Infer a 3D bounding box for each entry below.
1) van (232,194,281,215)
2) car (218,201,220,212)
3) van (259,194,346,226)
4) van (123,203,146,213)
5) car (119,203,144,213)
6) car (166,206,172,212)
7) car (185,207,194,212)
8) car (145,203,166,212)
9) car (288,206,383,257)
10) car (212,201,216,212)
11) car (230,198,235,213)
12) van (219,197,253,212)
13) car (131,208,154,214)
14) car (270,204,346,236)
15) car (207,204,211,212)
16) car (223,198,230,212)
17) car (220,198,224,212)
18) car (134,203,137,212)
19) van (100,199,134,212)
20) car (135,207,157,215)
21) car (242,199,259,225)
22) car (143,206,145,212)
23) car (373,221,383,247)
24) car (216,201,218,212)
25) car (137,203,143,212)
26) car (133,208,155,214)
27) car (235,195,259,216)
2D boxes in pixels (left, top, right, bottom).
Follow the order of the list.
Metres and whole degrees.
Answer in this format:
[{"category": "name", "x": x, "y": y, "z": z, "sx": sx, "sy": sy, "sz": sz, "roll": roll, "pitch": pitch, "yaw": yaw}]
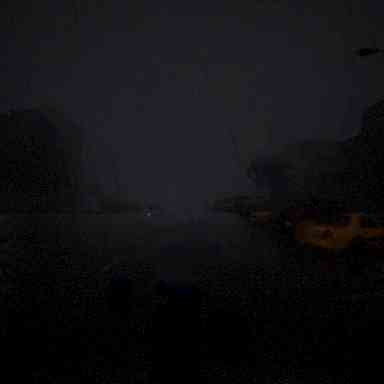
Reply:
[{"category": "van", "x": 6.463, "y": 1.298, "z": 33.138, "sx": 4.442, "sy": 1.987, "sz": 1.878, "roll": 1, "pitch": -2, "yaw": -20}, {"category": "car", "x": 6.294, "y": 1.791, "z": 41.860, "sx": 4.892, "sy": 1.521, "sz": 2.231, "roll": 2, "pitch": -3, "yaw": -20}, {"category": "van", "x": 6.304, "y": 1.216, "z": 18.385, "sx": 4.442, "sy": 1.987, "sz": 1.878, "roll": 1, "pitch": 0, "yaw": -20}, {"category": "van", "x": -11.740, "y": 3.240, "z": 67.721, "sx": 4.442, "sy": 1.987, "sz": 1.878, "roll": 1, "pitch": -5, "yaw": -21}, {"category": "car", "x": -11.769, "y": 3.115, "z": 64.689, "sx": 4.553, "sy": 1.767, "sz": 2.185, "roll": 1, "pitch": -4, "yaw": -21}, {"category": "car", "x": -5.426, "y": 3.316, "z": 64.902, "sx": 1.994, "sy": 1.385, "sz": 4.181, "roll": 0, "pitch": -4, "yaw": 0}, {"category": "car", "x": -0.606, "y": 4.166, "z": 77.077, "sx": 1.882, "sy": 1.535, "sz": 5.008, "roll": 0, "pitch": -5, "yaw": -1}, {"category": "car", "x": -5.282, "y": 2.236, "z": 48.362, "sx": 1.895, "sy": 1.301, "sz": 4.718, "roll": 0, "pitch": -3, "yaw": 0}, {"category": "car", "x": 6.591, "y": 1.454, "z": 12.626, "sx": 5.366, "sy": 1.575, "sz": 1.946, "roll": 1, "pitch": 0, "yaw": -20}, {"category": "car", "x": 6.172, "y": 2.467, "z": 53.551, "sx": 4.674, "sy": 1.452, "sz": 2.002, "roll": 2, "pitch": -4, "yaw": -21}, {"category": "car", "x": 6.359, "y": 1.472, "z": 30.170, "sx": 4.892, "sy": 1.521, "sz": 2.231, "roll": 1, "pitch": -2, "yaw": -20}, {"category": "van", "x": 6.345, "y": 1.849, "z": 47.764, "sx": 4.442, "sy": 1.987, "sz": 1.878, "roll": 2, "pitch": -4, "yaw": -21}, {"category": "car", "x": -12.283, "y": 4.674, "z": 82.501, "sx": 5.366, "sy": 1.575, "sz": 1.946, "roll": 1, "pitch": -5, "yaw": -21}, {"category": "car", "x": 6.441, "y": 1.479, "z": 15.509, "sx": 4.792, "sy": 1.488, "sz": 2.163, "roll": 1, "pitch": 0, "yaw": -20}, {"category": "car", "x": 6.058, "y": 3.031, "z": 62.341, "sx": 5.008, "sy": 1.535, "sz": 2.097, "roll": 2, "pitch": -4, "yaw": -21}, {"category": "car", "x": 6.340, "y": 1.592, "z": 36.014, "sx": 4.892, "sy": 1.521, "sz": 2.231, "roll": 1, "pitch": -2, "yaw": -20}, {"category": "car", "x": 6.483, "y": 1.682, "z": 39.008, "sx": 5.366, "sy": 1.575, "sz": 1.946, "roll": 2, "pitch": -2, "yaw": -20}, {"category": "car", "x": -11.670, "y": 2.279, "z": 52.729, "sx": 4.553, "sy": 1.767, "sz": 2.185, "roll": 1, "pitch": -4, "yaw": -21}, {"category": "van", "x": -11.494, "y": 1.991, "z": 49.801, "sx": 4.442, "sy": 1.987, "sz": 1.878, "roll": 1, "pitch": -3, "yaw": -21}, {"category": "car", "x": -12.263, "y": 4.958, "z": 88.537, "sx": 5.566, "sy": 2.045, "sz": 2.435, "roll": 1, "pitch": -5, "yaw": -21}, {"category": "car", "x": 6.230, "y": 1.431, "z": 21.301, "sx": 5.366, "sy": 1.575, "sz": 1.946, "roll": 1, "pitch": 0, "yaw": -20}, {"category": "car", "x": -11.749, "y": 3.062, "z": 61.685, "sx": 4.674, "sy": 1.452, "sz": 2.002, "roll": 1, "pitch": -4, "yaw": -21}, {"category": "car", "x": 6.590, "y": 1.467, "z": 6.765, "sx": 5.366, "sy": 1.575, "sz": 1.946, "roll": 1, "pitch": 0, "yaw": -20}, {"category": "car", "x": 6.269, "y": 1.920, "z": 44.784, "sx": 5.008, "sy": 1.535, "sz": 2.097, "roll": 2, "pitch": -3, "yaw": -21}, {"category": "car", "x": -11.657, "y": 2.355, "z": 55.752, "sx": 5.566, "sy": 2.045, "sz": 2.435, "roll": 1, "pitch": -4, "yaw": -21}, {"category": "car", "x": -12.346, "y": 4.935, "z": 85.481, "sx": 5.366, "sy": 1.575, "sz": 1.946, "roll": 1, "pitch": -5, "yaw": -21}, {"category": "car", "x": 6.372, "y": 1.181, "z": 24.292, "sx": 5.566, "sy": 2.045, "sz": 2.435, "roll": 1, "pitch": 0, "yaw": -20}]
